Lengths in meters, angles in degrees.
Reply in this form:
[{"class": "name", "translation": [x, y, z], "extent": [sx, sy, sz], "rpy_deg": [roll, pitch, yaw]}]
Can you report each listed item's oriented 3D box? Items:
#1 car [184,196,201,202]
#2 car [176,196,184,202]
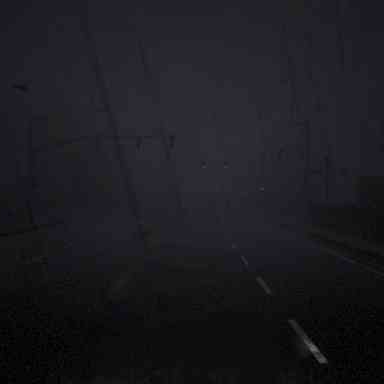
[{"class": "car", "translation": [0.598, 1.684, 81.352], "extent": [1.837, 1.490, 4.892], "rpy_deg": [0, 0, 25]}, {"class": "car", "translation": [-2.305, 1.713, 83.398], "extent": [1.812, 1.442, 4.674], "rpy_deg": [0, 0, 25]}]
